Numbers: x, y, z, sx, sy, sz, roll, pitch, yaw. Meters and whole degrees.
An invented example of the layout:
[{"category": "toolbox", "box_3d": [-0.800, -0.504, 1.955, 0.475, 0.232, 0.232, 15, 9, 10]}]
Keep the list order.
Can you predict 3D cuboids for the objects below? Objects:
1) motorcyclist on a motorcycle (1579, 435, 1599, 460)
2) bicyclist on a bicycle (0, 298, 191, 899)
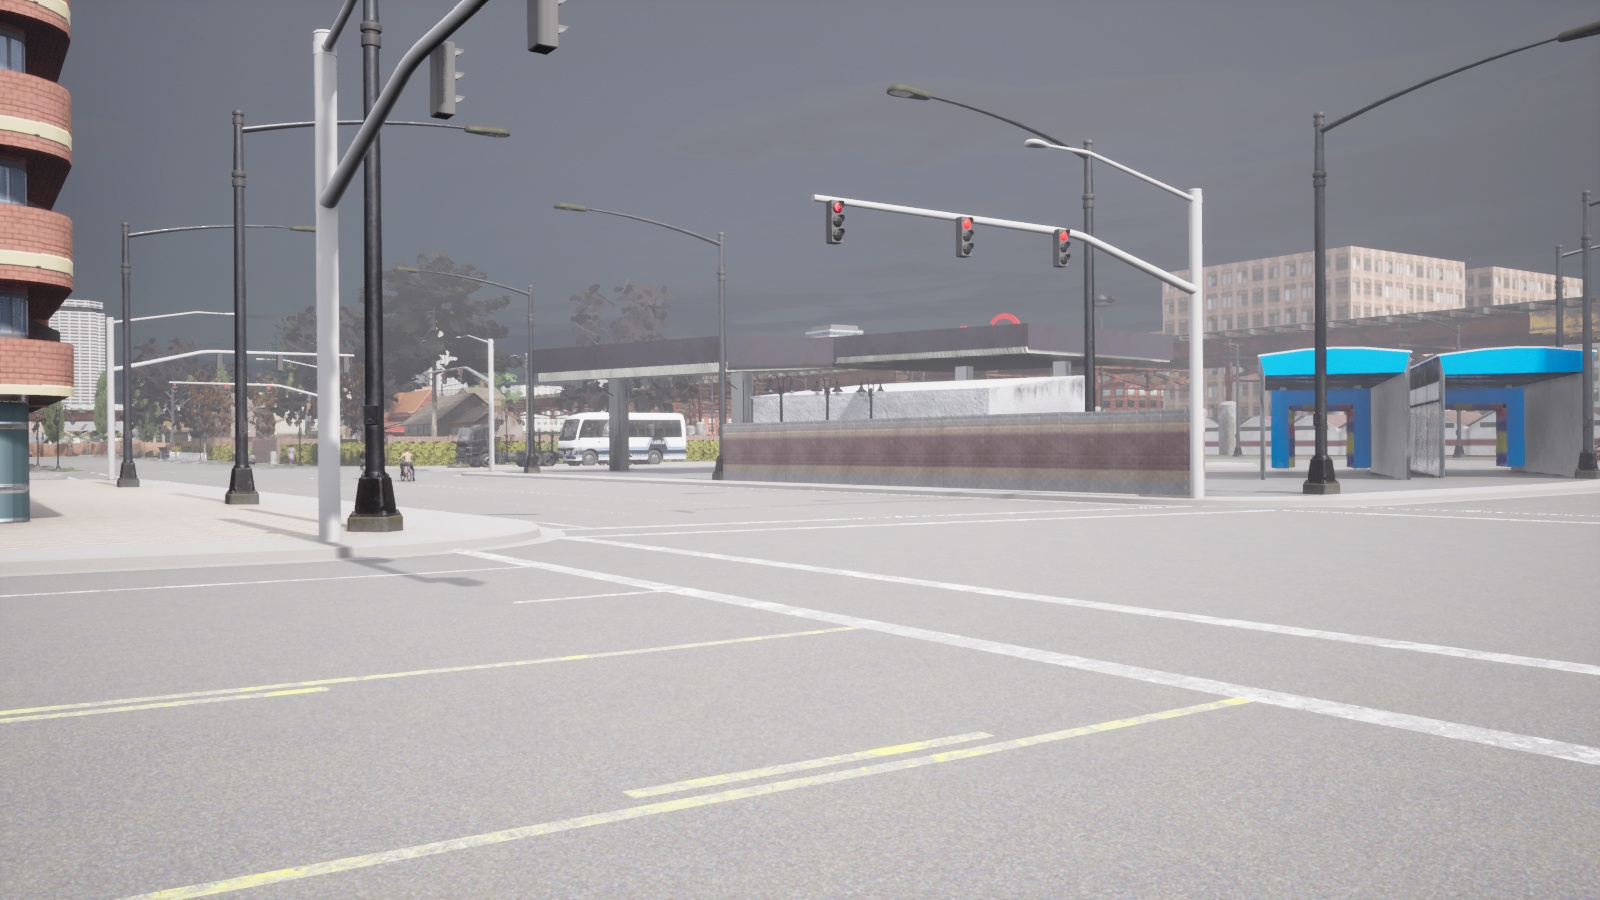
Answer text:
[{"category": "motorcyclist on a motorcycle", "box_3d": [52.967, -0.186, 83.385, 0.866, 1.590, 1.817, -4, 2, -26]}, {"category": "bicyclist on a bicycle", "box_3d": [-2.100, 0.623, 2.117, 1.843, 1.776, 0.659, 0, 0, -36]}]
